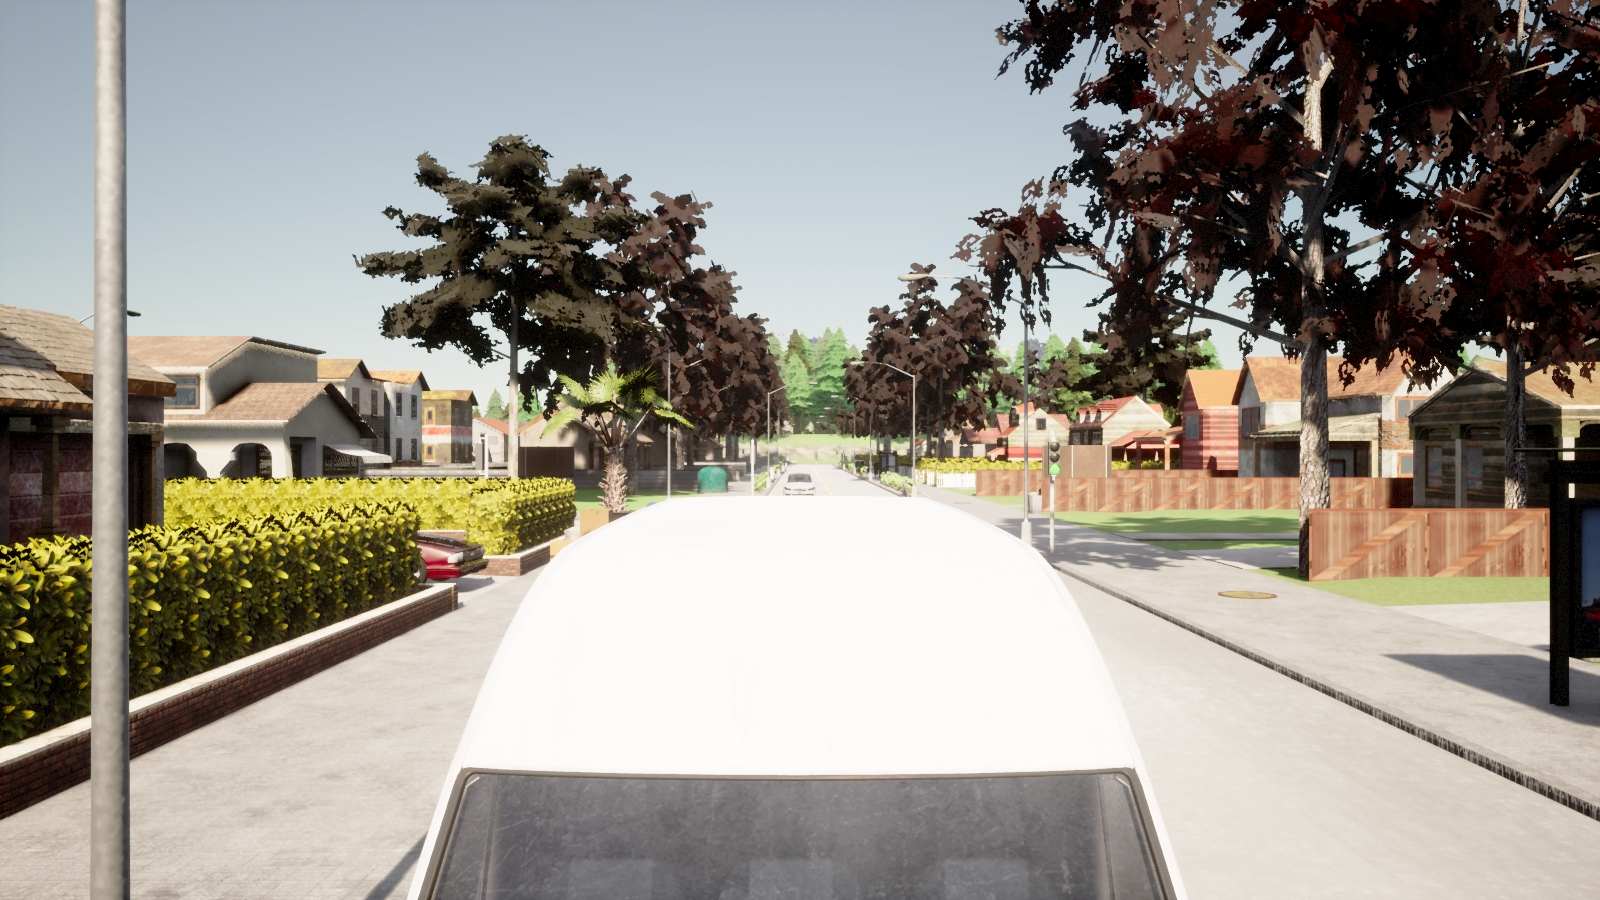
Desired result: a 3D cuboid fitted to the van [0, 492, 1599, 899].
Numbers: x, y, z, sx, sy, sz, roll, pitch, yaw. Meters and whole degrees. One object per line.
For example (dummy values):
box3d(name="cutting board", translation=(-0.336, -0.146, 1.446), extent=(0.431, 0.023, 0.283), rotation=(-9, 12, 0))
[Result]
box3d(name="van", translation=(0.002, 1.537, 4.030), extent=(1.988, 2.561, 5.915), rotation=(0, 0, 0))

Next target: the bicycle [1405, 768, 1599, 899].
box3d(name="bicycle", translation=(2.687, 2.062, 3.843), extent=(0.329, 1.471, 1.835), rotation=(0, 0, 0))

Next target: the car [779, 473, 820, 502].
box3d(name="car", translation=(-0.024, 2.087, 64.511), extent=(2.231, 1.480, 4.892), rotation=(0, 0, 0))
